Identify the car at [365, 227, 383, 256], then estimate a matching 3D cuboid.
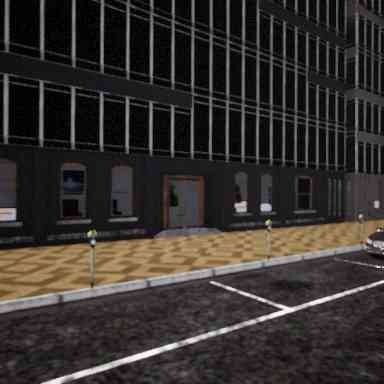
[{"bbox_3d":[8.174,1.679,12.392,4.403,1.369,2.008,1,0,-36],"label":"car"}]
